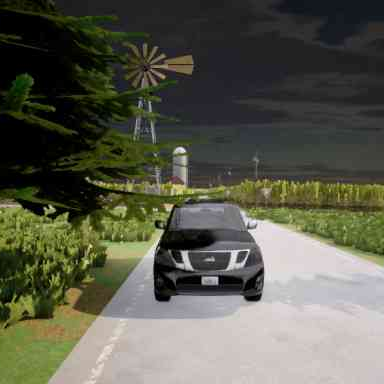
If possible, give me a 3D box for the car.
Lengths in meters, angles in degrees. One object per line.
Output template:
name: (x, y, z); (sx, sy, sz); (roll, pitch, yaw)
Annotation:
car: (0.334, 1.221, 8.660); (2.150, 2.045, 5.566); (0, 0, 0)
